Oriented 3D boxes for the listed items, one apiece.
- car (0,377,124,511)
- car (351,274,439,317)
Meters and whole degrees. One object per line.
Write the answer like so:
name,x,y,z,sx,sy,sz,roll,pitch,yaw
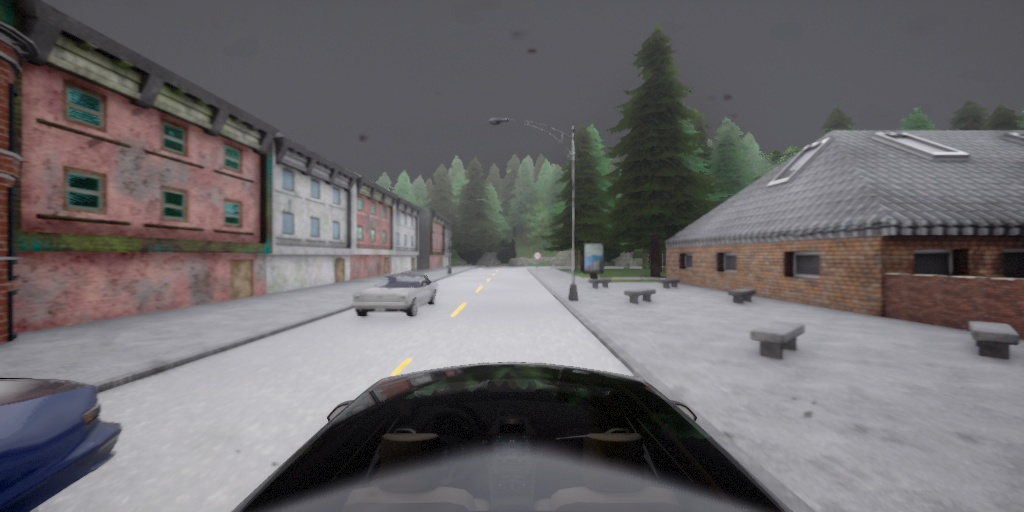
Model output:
car,-4.104,1.295,0.463,2.033,1.411,5.357,0,0,0
car,-4.070,1.346,13.259,1.895,1.301,4.718,0,0,0
